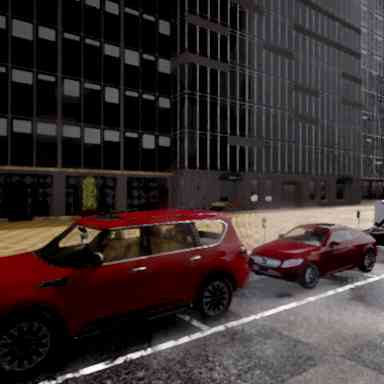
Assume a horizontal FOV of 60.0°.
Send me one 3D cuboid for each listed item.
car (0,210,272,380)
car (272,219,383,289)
[{"bbox_3d":[-1.230,1.297,5.665,5.009,1.841,2.192,-1,1,-35],"label":"car"},{"bbox_3d":[3.372,1.518,8.938,4.206,1.307,1.802,-1,1,-35],"label":"car"}]
